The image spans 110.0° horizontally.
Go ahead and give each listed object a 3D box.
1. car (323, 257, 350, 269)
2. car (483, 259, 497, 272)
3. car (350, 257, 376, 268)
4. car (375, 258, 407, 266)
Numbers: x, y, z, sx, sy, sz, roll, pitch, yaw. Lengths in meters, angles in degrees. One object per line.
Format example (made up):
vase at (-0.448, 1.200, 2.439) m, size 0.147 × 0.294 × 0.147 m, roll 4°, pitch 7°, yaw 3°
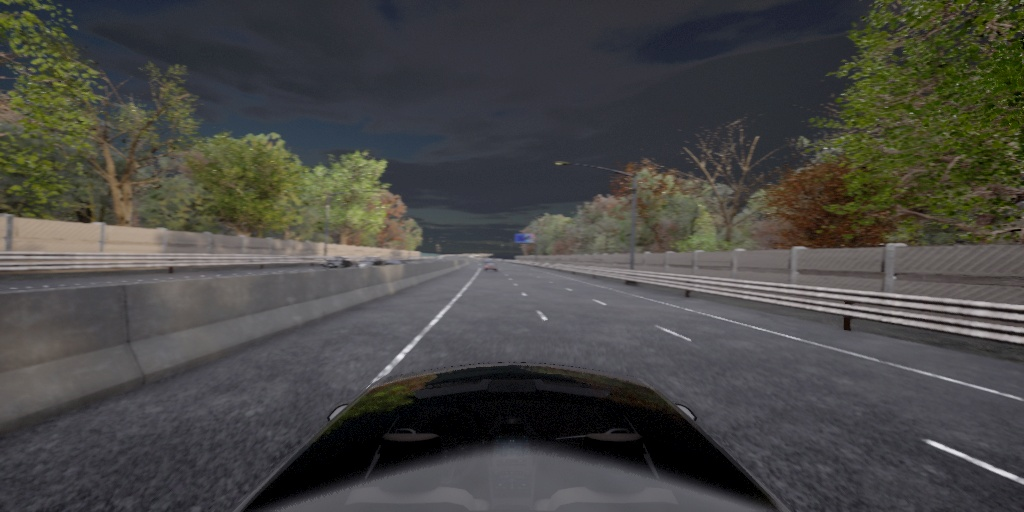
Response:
car at (-19.917, 0.811, 41.173) m, size 1.994 × 1.385 × 4.181 m, roll 2°, pitch 0°, yaw -3°
car at (-3.146, 1.578, 53.228) m, size 2.033 × 1.411 × 5.357 m, roll 2°, pitch -1°, yaw -4°
car at (-16.436, 0.879, 41.578) m, size 2.128 × 1.511 × 4.902 m, roll 2°, pitch 0°, yaw -3°
car at (-12.791, 1.062, 39.285) m, size 2.033 × 1.411 × 5.357 m, roll 2°, pitch 0°, yaw -3°
